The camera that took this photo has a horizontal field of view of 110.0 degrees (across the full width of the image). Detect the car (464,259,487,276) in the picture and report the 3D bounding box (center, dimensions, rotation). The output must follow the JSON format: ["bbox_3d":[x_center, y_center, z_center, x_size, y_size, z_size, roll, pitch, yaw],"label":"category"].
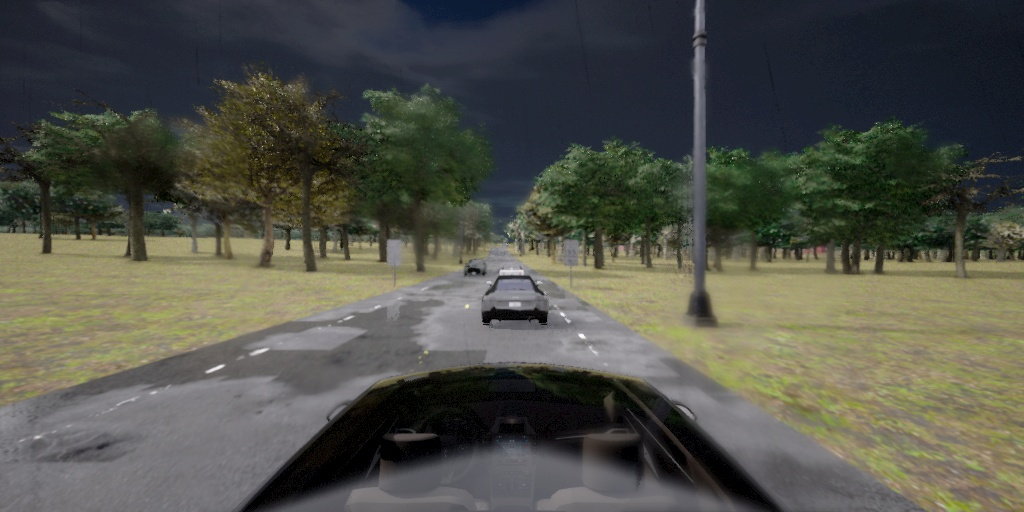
[{"bbox_3d":[-3.682,1.068,36.584,2.097,1.767,4.553,0,0,-1],"label":"car"}]

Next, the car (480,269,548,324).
[{"bbox_3d":[0.077,1.312,11.922,1.994,1.385,4.181,0,0,0],"label":"car"}]

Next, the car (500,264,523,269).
[{"bbox_3d":[-0.019,1.333,29.194,1.895,1.301,4.718,0,0,0],"label":"car"}]
